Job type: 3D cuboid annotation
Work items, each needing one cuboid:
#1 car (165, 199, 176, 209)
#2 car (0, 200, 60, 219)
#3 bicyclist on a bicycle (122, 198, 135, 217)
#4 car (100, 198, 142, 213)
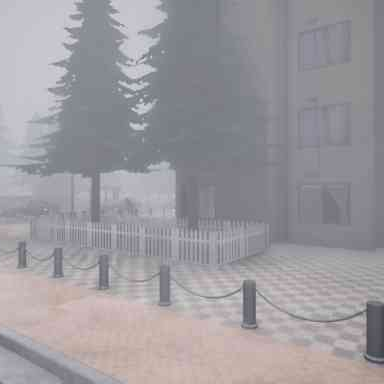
[{"bbox_3d":[-1.612,1.510,45.076,1.812,1.442,4.674,0,0,37],"label":"car"},{"bbox_3d":[-13.951,1.476,28.893,2.128,1.511,4.902,0,0,37],"label":"car"},{"bbox_3d":[-5.345,1.285,27.851,1.656,1.620,0.582,0,0,37],"label":"bicyclist on a bicycle"},{"bbox_3d":[-7.825,1.462,36.946,1.882,1.535,5.008,0,0,37],"label":"car"}]
